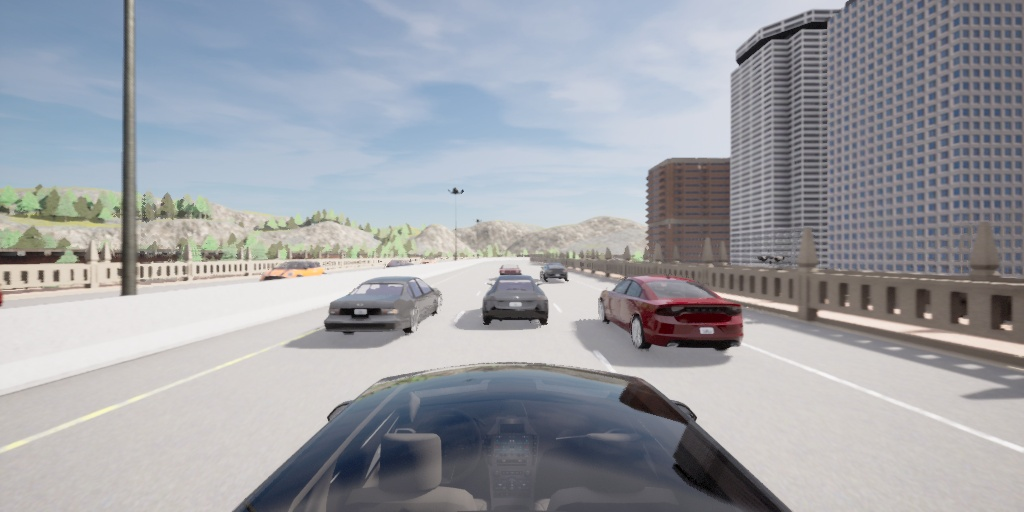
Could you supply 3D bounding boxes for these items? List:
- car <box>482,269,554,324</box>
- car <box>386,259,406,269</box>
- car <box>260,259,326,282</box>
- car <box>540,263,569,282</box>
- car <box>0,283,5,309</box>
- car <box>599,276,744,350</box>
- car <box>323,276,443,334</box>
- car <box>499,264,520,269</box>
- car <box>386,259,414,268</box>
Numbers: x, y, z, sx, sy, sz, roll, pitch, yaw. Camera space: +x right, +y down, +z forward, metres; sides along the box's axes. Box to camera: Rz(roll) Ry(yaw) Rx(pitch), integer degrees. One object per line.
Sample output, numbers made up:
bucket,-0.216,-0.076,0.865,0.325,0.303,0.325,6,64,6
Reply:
car,0.098,1.314,11.980,1.994,1.385,4.181,0,0,0
car,-18.563,1.278,57.748,1.812,1.442,4.674,0,0,-1
car,-14.213,1.103,23.536,2.097,1.767,4.553,0,0,-1
car,3.355,1.277,29.118,1.812,1.442,4.674,0,0,-1
car,-17.607,1.228,9.583,1.882,1.535,5.008,0,0,0
car,3.599,1.228,9.094,1.882,1.535,5.008,0,0,0
car,-3.400,1.298,10.557,2.033,1.411,5.357,0,0,0
car,-0.211,1.352,31.757,1.895,1.301,4.718,0,0,-2
car,-10.990,1.243,35.387,2.128,1.511,4.902,0,0,-1
